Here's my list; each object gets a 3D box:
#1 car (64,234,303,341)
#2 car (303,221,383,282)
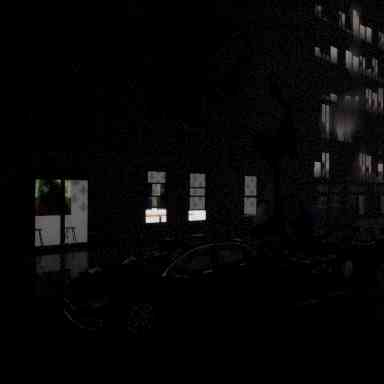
[{"bbox_3d":[-0.140,1.551,6.436,4.403,1.369,2.008,0,0,-35],"label":"car"},{"bbox_3d":[4.495,1.550,9.712,4.403,1.369,2.008,0,0,-35],"label":"car"}]
